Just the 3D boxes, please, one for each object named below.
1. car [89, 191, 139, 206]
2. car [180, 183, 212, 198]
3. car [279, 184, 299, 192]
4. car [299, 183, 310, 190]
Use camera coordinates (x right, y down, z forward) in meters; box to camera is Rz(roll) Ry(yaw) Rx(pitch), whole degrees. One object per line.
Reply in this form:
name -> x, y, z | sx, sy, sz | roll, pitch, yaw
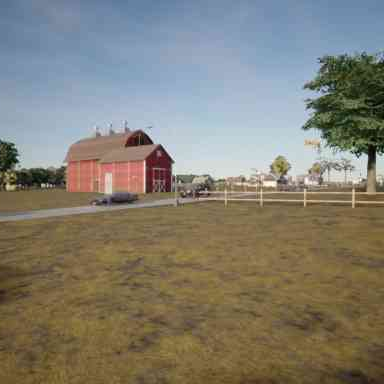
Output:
car -> -7.735, 0.609, 33.692 | 2.033, 1.411, 5.357 | 0, 2, 35
car -> 0.645, -0.241, 45.460 | 2.150, 2.045, 5.566 | 0, 3, 35
car -> 18.927, -0.826, 66.119 | 2.033, 1.411, 5.357 | 0, 2, 35
car -> 24.957, -1.183, 74.773 | 1.837, 1.490, 4.892 | 0, 2, 35
